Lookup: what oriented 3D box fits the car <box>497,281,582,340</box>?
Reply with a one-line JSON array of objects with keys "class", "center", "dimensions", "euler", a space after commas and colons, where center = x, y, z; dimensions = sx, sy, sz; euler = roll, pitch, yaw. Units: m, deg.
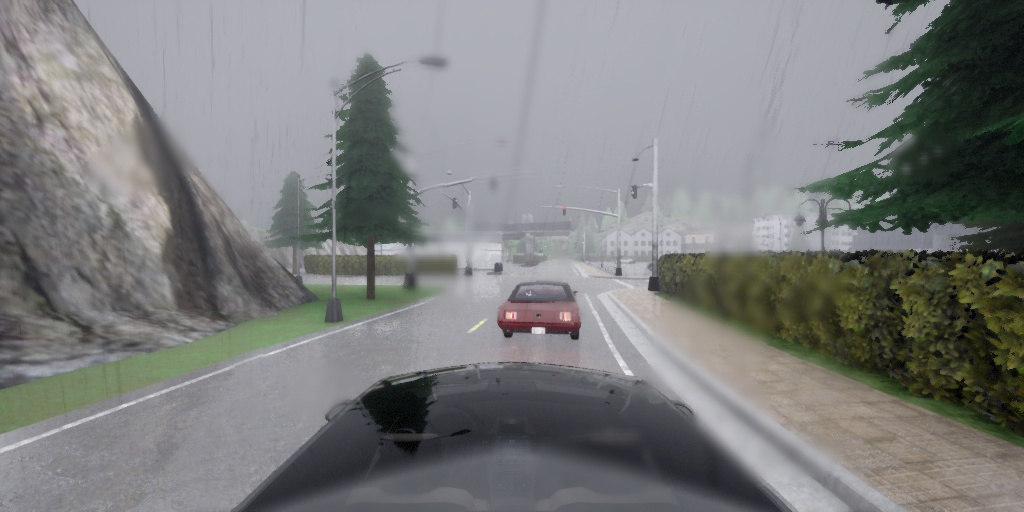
[{"class": "car", "center": [0.909, 1.350, 10.064], "dimensions": [1.895, 1.301, 4.718], "euler": [0, 0, 8]}]
